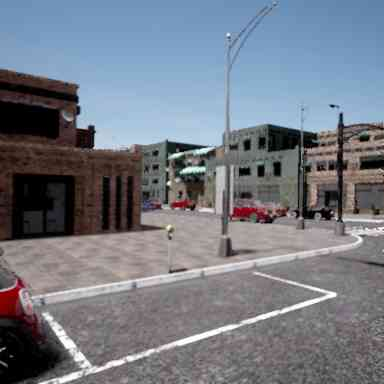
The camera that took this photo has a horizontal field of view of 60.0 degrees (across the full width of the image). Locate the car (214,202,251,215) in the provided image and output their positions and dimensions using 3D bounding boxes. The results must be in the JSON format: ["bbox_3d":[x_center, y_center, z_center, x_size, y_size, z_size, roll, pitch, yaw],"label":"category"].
[{"bbox_3d":[4.928,1.966,40.769,1.752,1.417,4.829,1,-1,-35],"label":"car"}]

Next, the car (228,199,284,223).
[{"bbox_3d":[4.469,1.489,26.738,2.192,1.841,5.009,1,-1,-35],"label":"car"}]

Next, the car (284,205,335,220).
[{"bbox_3d":[11.351,1.898,31.512,1.947,1.339,4.313,1,-1,-35],"label":"car"}]

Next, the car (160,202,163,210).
[{"bbox_3d":[-6.514,1.899,52.633,2.097,1.767,4.553,1,-1,-34],"label":"car"}]

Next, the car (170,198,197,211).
[{"bbox_3d":[-1.300,1.861,49.748,2.192,1.841,5.009,1,-1,-35],"label":"car"}]

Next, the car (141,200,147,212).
[{"bbox_3d":[-8.184,1.827,44.969,1.967,1.590,4.097,1,-1,-35],"label":"car"}]

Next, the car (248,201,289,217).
[{"bbox_3d":[8.189,1.826,36.072,1.967,1.590,4.097,1,-1,-35],"label":"car"}]

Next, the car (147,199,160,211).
[{"bbox_3d":[-6.844,1.976,47.624,1.812,1.442,4.674,1,-1,-34],"label":"car"}]

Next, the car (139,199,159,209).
[{"bbox_3d":[-7.626,2.092,58.863,1.967,1.590,4.097,1,-1,-35],"label":"car"}]

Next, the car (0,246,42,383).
[{"bbox_3d":[-4.011,1.436,3.683,4.097,1.590,1.967,0,1,-35],"label":"car"}]
